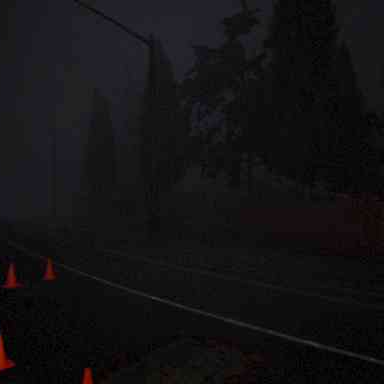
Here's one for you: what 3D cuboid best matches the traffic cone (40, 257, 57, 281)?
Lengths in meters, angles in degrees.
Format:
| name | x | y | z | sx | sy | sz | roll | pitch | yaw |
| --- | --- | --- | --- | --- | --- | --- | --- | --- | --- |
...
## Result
| name | x | y | z | sx | sy | sz | roll | pitch | yaw |
| --- | --- | --- | --- | --- | --- | --- | --- | --- | --- |
| traffic cone | -3.979 | 2.120 | 9.270 | 0.340 | 0.580 | 0.340 | -1 | -1 | 37 |

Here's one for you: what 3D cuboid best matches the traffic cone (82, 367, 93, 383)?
| name | x | y | z | sx | sy | sz | roll | pitch | yaw |
| --- | --- | --- | --- | --- | --- | --- | --- | --- | --- |
| traffic cone | -1.023 | 2.021 | 3.250 | 0.340 | 0.580 | 0.340 | -1 | -1 | 37 |

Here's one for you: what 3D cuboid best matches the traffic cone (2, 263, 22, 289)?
| name | x | y | z | sx | sy | sz | roll | pitch | yaw |
| --- | --- | --- | --- | --- | --- | --- | --- | --- | --- |
| traffic cone | -4.585 | 2.108 | 8.475 | 0.340 | 0.580 | 0.340 | -1 | -1 | 37 |

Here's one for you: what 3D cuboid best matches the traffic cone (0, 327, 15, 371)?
| name | x | y | z | sx | sy | sz | roll | pitch | yaw |
| --- | --- | --- | --- | --- | --- | --- | --- | --- | --- |
| traffic cone | -2.613 | 2.041 | 4.460 | 0.340 | 0.580 | 0.340 | -1 | -1 | 37 |
